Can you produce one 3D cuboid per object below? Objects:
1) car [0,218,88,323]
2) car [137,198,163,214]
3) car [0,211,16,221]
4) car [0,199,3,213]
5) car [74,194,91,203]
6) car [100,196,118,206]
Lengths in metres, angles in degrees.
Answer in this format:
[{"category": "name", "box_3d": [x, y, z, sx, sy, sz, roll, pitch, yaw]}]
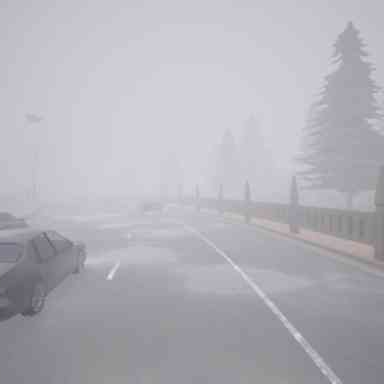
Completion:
[{"category": "car", "box_3d": [-3.789, 1.526, 7.333, 2.033, 1.411, 5.357, 0, 0, -4]}, {"category": "car", "box_3d": [-4.376, 1.328, 34.115, 1.882, 1.535, 5.008, 0, 0, -18]}, {"category": "car", "box_3d": [-7.968, 1.472, 13.049, 1.837, 1.490, 4.892, 0, 0, -7]}, {"category": "car", "box_3d": [-20.265, 1.467, 32.809, 2.033, 1.411, 5.357, 0, 0, -21]}, {"category": "car", "box_3d": [-21.184, 1.107, 64.248, 2.097, 1.767, 4.553, 0, 0, -38]}, {"category": "car", "box_3d": [-12.639, 1.307, 50.577, 1.837, 1.490, 4.892, 0, 1, -30]}]
